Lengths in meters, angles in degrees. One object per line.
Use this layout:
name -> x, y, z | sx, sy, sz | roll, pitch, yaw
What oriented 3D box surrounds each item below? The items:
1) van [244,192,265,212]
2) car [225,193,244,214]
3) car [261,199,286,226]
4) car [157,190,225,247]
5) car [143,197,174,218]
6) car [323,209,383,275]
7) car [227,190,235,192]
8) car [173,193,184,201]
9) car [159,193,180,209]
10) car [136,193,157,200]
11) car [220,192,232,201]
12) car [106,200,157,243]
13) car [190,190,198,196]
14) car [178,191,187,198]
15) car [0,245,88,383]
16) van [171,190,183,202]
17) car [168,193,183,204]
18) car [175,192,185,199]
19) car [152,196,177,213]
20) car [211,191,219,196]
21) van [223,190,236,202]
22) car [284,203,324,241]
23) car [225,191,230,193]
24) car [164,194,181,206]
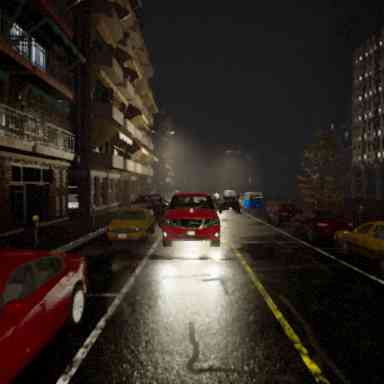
van -> 5.876, 0.929, 31.657 | 1.690, 1.788, 3.998 | 0, 1, 0
car -> 3.229, 1.106, 29.932 | 1.837, 1.490, 4.892 | 0, 1, 1
car -> 5.806, 1.318, 20.608 | 1.802, 1.307, 4.206 | 0, 1, 0
car -> -0.012, 1.023, 14.244 | 2.150, 2.045, 5.566 | 0, 1, 0
car -> -2.538, 1.183, 26.187 | 2.008, 1.369, 4.403 | 0, 1, 0
car -> 5.737, 1.409, 9.725 | 1.752, 1.417, 4.829 | 0, 1, 0
car -> 5.982, 0.812, 48.236 | 1.967, 1.590, 4.097 | 0, 1, 0
car -> -2.327, 0.785, 59.344 | 1.802, 1.307, 4.206 | 0, 1, 0
car -> -2.468, 0.926, 37.237 | 1.967, 1.590, 4.097 | 0, 1, 0
car -> -2.575, 1.022, 20.658 | 2.192, 1.841, 5.009 | 0, 1, 0
car -> 6.053, 0.756, 59.459 | 1.752, 1.417, 4.829 | 0, 1, 0
car -> -2.610, 1.309, 14.965 | 1.752, 1.417, 4.829 | 0, 1, 0
car -> 0.570, 0.318, 90.744 | 2.128, 1.511, 4.902 | 0, 1, 0
car -> -2.222, 0.563, 75.921 | 1.947, 1.339, 4.313 | 0, 1, 0
car -> -2.680, 1.477, 4.083 | 1.887, 1.381, 4.507 | 0, 1, 0
van -> -2.363, 0.614, 53.815 | 1.690, 1.788, 3.998 | 0, 1, 0
car -> -2.398, 0.888, 48.291 | 1.887, 1.381, 4.507 | 0, 1, 0
car -> -2.292, 0.716, 64.869 | 1.802, 1.307, 4.206 | 0, 1, 0
car -> -2.503, 1.109, 31.714 | 2.008, 1.369, 4.403 | 0, 1, 0
car -> 6.264, 0.370, 92.447 | 1.887, 1.381, 4.507 | 0, 1, 0
van -> 6.016, 0.643, 53.762 | 1.690, 1.788, 3.998 | 0, 1, 0
car -> 5.771, 1.392, 15.083 | 1.802, 1.307, 4.206 | 0, 1, 0
car -> 3.287, 0.928, 42.621 | 2.128, 1.511, 4.902 | 0, 1, 1
car -> -2.433, 0.980, 42.765 | 1.947, 1.339, 4.313 | 0, 1, 0
